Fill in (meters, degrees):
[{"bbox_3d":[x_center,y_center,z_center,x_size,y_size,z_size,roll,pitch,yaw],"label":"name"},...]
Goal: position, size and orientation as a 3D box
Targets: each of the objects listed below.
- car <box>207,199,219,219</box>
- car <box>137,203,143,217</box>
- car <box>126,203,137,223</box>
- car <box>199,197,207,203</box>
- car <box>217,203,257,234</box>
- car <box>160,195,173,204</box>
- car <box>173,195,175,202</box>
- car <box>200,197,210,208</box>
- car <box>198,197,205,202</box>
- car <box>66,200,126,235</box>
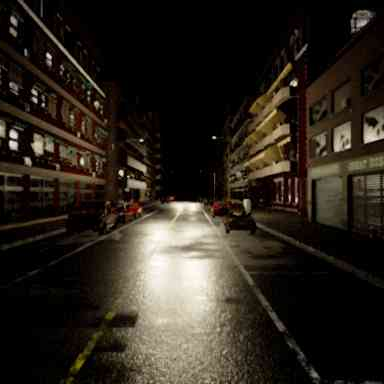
[{"bbox_3d":[2.688,1.677,30.930,1.887,1.381,4.507,0,0,0],"label":"car"},{"bbox_3d":[-5.692,1.677,30.933,1.887,1.381,4.507,0,0,0],"label":"car"},{"bbox_3d":[-5.691,1.549,25.296,1.967,1.590,4.097,0,0,0],"label":"car"},{"bbox_3d":[2.685,1.907,81.655,1.947,1.339,4.313,0,0,0],"label":"car"},{"bbox_3d":[2.689,1.611,19.827,1.752,1.417,4.829,0,0,0],"label":"car"},{"bbox_3d":[-5.695,1.846,70.385,2.008,1.369,4.403,0,0,0],"label":"car"},{"bbox_3d":[-5.696,1.869,76.022,2.008,1.369,4.403,0,0,0],"label":"car"},{"bbox_3d":[2.687,1.777,53.474,2.008,1.369,4.403,0,0,0],"label":"car"},{"bbox_3d":[2.684,1.969,92.927,1.802,1.307,4.206,0,0,0],"label":"car"},{"bbox_3d":[-5.690,1.400,19.662,2.192,1.841,5.009,0,0,0],"label":"car"}]
